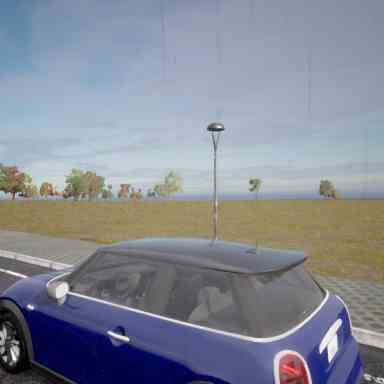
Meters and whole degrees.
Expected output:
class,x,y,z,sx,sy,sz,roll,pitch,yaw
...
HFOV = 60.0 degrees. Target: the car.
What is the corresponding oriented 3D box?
class,x,y,z,sx,sy,sz,roll,pitch,yaw
car,-0.515,1.353,4.096,4.553,1.767,2.097,0,0,36
